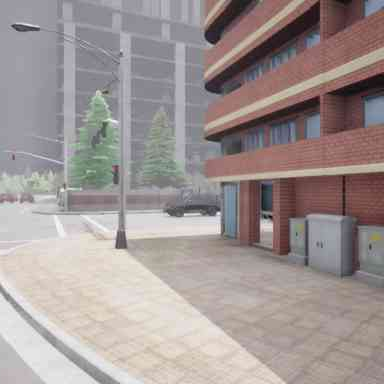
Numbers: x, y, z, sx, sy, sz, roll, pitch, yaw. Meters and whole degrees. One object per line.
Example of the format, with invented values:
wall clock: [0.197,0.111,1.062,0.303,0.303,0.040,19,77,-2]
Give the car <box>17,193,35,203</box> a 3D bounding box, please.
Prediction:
car: [-34.564,1.225,69.562,2.150,2.045,5.566,0,0,-23]

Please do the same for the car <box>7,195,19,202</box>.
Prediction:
car: [-42.064,1.540,78.341,2.033,1.411,5.357,0,0,-23]

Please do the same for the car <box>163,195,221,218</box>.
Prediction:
car: [0.122,1.277,31.354,5.566,2.045,2.150,0,0,-22]

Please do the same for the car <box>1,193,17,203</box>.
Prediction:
car: [-37.932,1.225,68.542,2.150,2.045,5.566,0,0,-23]

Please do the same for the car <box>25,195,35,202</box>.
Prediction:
car: [-38.677,1.524,79.316,1.812,1.442,4.674,0,0,-23]
